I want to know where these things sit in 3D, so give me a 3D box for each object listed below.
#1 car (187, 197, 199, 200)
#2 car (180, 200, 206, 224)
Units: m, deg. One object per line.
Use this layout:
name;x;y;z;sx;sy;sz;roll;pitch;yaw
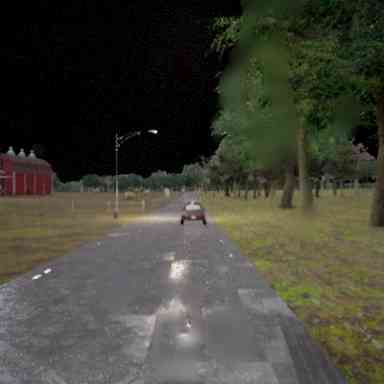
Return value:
car;0.095;1.424;43.646;2.097;1.767;4.553;0;0;0
car;0.098;1.567;25.244;1.812;1.442;4.674;0;0;0
